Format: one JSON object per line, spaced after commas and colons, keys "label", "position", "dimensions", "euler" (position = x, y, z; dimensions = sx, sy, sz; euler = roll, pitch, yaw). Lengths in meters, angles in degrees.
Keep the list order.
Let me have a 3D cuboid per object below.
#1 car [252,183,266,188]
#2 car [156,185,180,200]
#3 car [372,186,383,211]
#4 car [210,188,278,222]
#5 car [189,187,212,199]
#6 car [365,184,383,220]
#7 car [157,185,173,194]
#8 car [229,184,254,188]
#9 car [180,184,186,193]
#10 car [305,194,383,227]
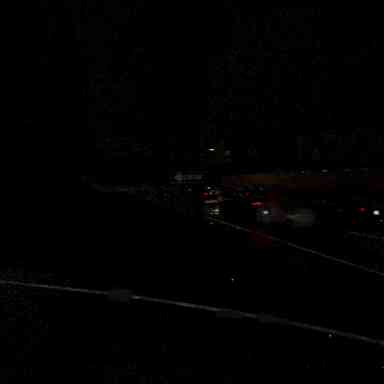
{"label": "car", "position": [7.639, -0.289, 41.414], "dimensions": [2.097, 1.767, 4.553], "euler": [-2, 2, -16]}
{"label": "car", "position": [-3.235, 0.137, 41.358], "dimensions": [1.812, 1.442, 4.674], "euler": [-2, 2, -16]}
{"label": "car", "position": [13.614, 0.449, 20.009], "dimensions": [1.882, 1.535, 5.008], "euler": [-2, 2, -16]}
{"label": "car", "position": [3.020, 0.744, 18.924], "dimensions": [2.128, 1.511, 4.902], "euler": [-2, 2, -16]}
{"label": "car", "position": [1.362, 0.174, 37.896], "dimensions": [2.033, 1.411, 5.357], "euler": [-2, 2, -16]}
{"label": "car", "position": [11.041, 0.516, 16.194], "dimensions": [2.097, 1.767, 4.553], "euler": [-2, 2, -16]}
{"label": "car", "position": [-4.989, -0.460, 60.669], "dimensions": [1.994, 1.385, 4.181], "euler": [-2, 2, -16]}
{"label": "car", "position": [4.931, 0.063, 38.124], "dimensions": [1.812, 1.442, 4.674], "euler": [-2, 2, -16]}
{"label": "car", "position": [-1.557, -0.623, 61.377], "dimensions": [1.837, 1.490, 4.892], "euler": [-2, 2, -16]}
{"label": "car", "position": [7.399, 0.810, 16.255], "dimensions": [1.994, 1.385, 4.181], "euler": [-2, 2, -16]}
